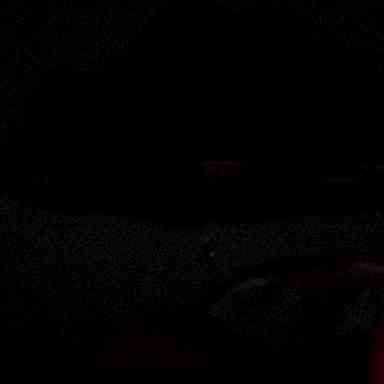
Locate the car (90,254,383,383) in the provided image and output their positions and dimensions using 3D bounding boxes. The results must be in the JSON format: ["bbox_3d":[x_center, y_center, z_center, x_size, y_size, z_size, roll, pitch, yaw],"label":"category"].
[{"bbox_3d":[1.214,1.440,3.556,4.507,1.381,1.887,-1,2,-31],"label":"car"}]
